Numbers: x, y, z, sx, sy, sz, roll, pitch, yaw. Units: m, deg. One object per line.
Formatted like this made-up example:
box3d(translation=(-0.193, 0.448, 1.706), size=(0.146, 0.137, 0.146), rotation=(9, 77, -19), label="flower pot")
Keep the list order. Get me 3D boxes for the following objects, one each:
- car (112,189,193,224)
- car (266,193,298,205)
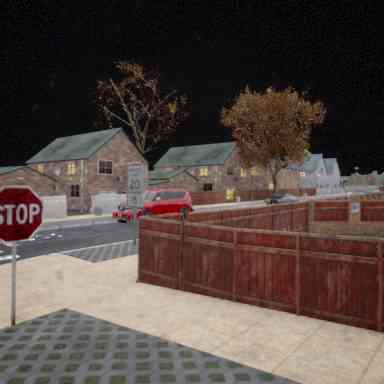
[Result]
box3d(translation=(-2.257, 0.848, 20.700), size=(2.150, 2.045, 5.566), rotation=(1, 2, 40), label="car")
box3d(translation=(9.332, 0.796, 34.334), size=(1.994, 1.385, 4.181), rotation=(1, 2, 40), label="car")
